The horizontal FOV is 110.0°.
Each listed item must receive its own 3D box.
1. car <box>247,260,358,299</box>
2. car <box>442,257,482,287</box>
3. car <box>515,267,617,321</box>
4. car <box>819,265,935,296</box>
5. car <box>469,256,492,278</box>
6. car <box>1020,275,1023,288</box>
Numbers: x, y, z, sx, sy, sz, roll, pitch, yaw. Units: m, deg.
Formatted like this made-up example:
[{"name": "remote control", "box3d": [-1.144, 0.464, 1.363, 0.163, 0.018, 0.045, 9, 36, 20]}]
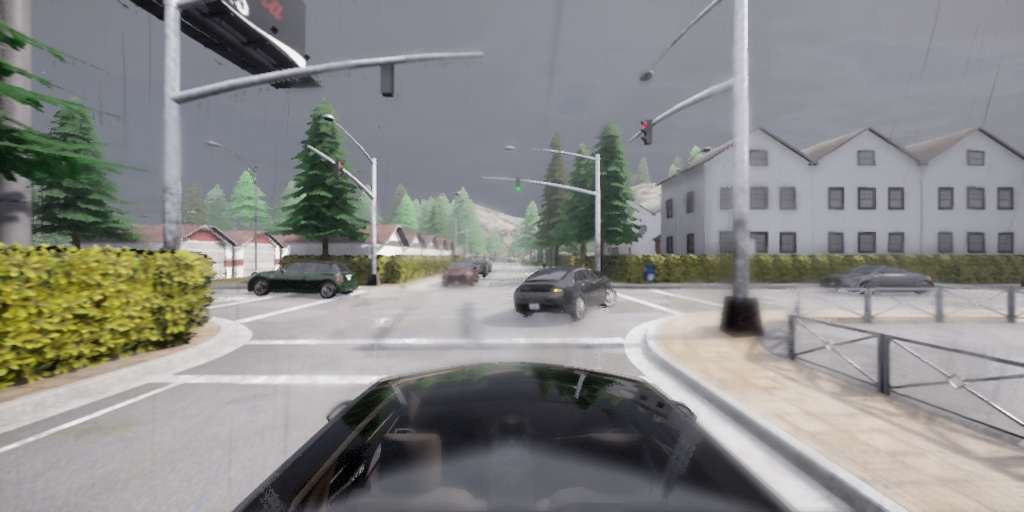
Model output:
[{"name": "car", "box3d": [-9.922, 0.996, 17.181, 4.553, 1.767, 2.097, 3, 0, 0]}, {"name": "car", "box3d": [-3.501, 1.137, 25.038, 2.097, 1.767, 4.553, 0, 0, 0]}, {"name": "car", "box3d": [1.897, 1.109, 11.869, 1.837, 1.490, 4.892, -4, -1, 32]}, {"name": "car", "box3d": [17.427, 1.147, 17.270, 4.181, 1.385, 1.994, 0, 0, 0]}, {"name": "car", "box3d": [-3.502, 1.023, 35.277, 2.150, 2.045, 5.566, 0, 0, 0]}, {"name": "car", "box3d": [27.891, 1.060, 17.305, 5.008, 1.535, 1.882, 0, 0, 0]}]
